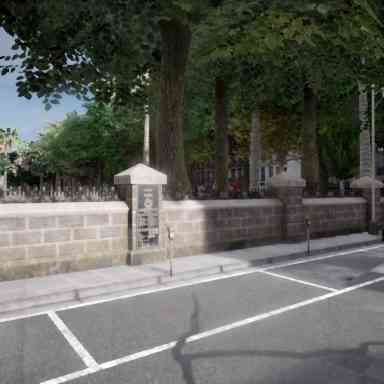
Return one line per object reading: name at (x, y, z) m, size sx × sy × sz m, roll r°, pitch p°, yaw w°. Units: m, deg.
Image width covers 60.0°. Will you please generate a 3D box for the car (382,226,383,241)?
car at (9.737, 1.310, 13.485) m, size 5.009 × 1.841 × 2.192 m, roll 0°, pitch 0°, yaw -36°
